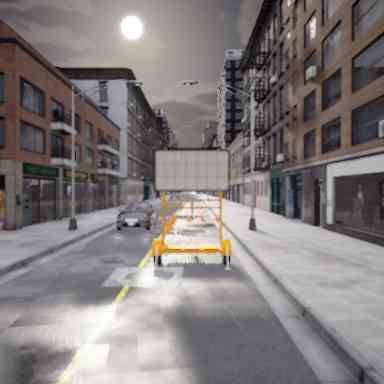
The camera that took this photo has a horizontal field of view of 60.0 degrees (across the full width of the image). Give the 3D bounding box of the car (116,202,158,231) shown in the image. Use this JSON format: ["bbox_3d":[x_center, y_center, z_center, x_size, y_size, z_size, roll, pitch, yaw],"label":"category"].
[{"bbox_3d":[-3.092,1.343,19.383,2.128,1.511,4.902,0,0,0],"label":"car"}]

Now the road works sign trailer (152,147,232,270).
[{"bbox_3d":[0.004,0.380,10.688,2.380,3.560,2.880,0,0,0],"label":"road works sign trailer"}]

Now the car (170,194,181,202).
[{"bbox_3d":[-3.020,1.069,61.549,2.128,1.511,4.902,0,0,1],"label":"car"}]
